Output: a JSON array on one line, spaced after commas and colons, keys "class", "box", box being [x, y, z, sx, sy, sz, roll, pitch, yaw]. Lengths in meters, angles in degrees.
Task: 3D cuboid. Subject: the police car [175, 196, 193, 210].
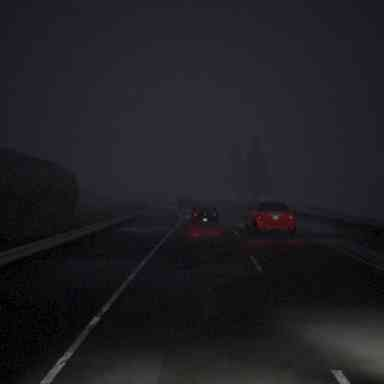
[{"class": "police car", "box": [-0.947, 1.269, 41.218, 1.930, 1.638, 5.238, 0, 0, -11]}]

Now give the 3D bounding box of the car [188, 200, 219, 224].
[{"class": "car", "box": [0.840, 1.512, 23.822, 1.895, 1.301, 4.718, 0, 0, 0]}]

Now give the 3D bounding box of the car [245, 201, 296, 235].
[{"class": "car", "box": [4.244, 1.286, 18.672, 2.097, 1.767, 4.553, 0, 0, 2]}]
